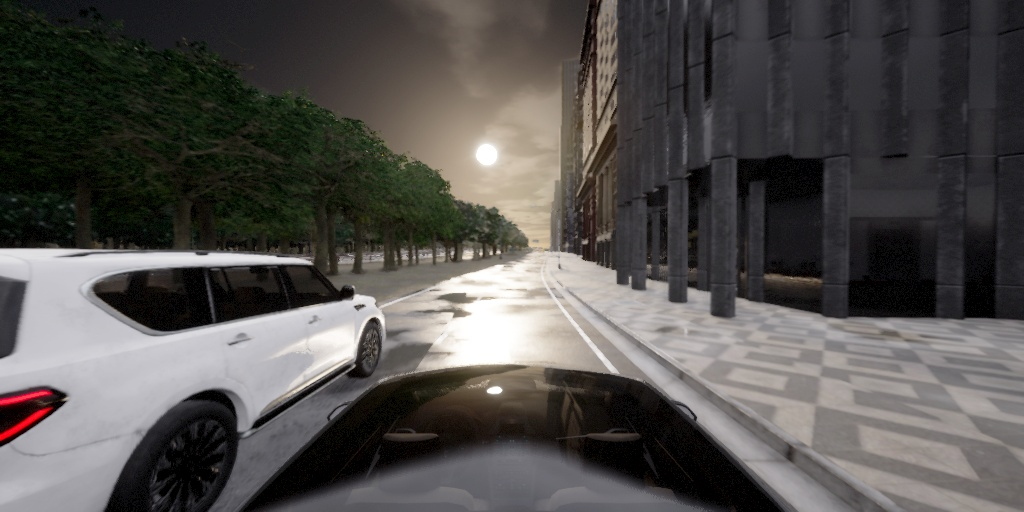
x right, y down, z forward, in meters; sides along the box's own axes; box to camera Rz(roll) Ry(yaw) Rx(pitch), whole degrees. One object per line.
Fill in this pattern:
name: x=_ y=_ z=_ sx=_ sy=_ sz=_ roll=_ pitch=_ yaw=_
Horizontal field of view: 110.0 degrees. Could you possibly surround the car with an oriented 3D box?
car: x=-3.373 y=0.966 z=4.154 sx=2.150 sy=2.045 sz=5.566 roll=0 pitch=0 yaw=0
